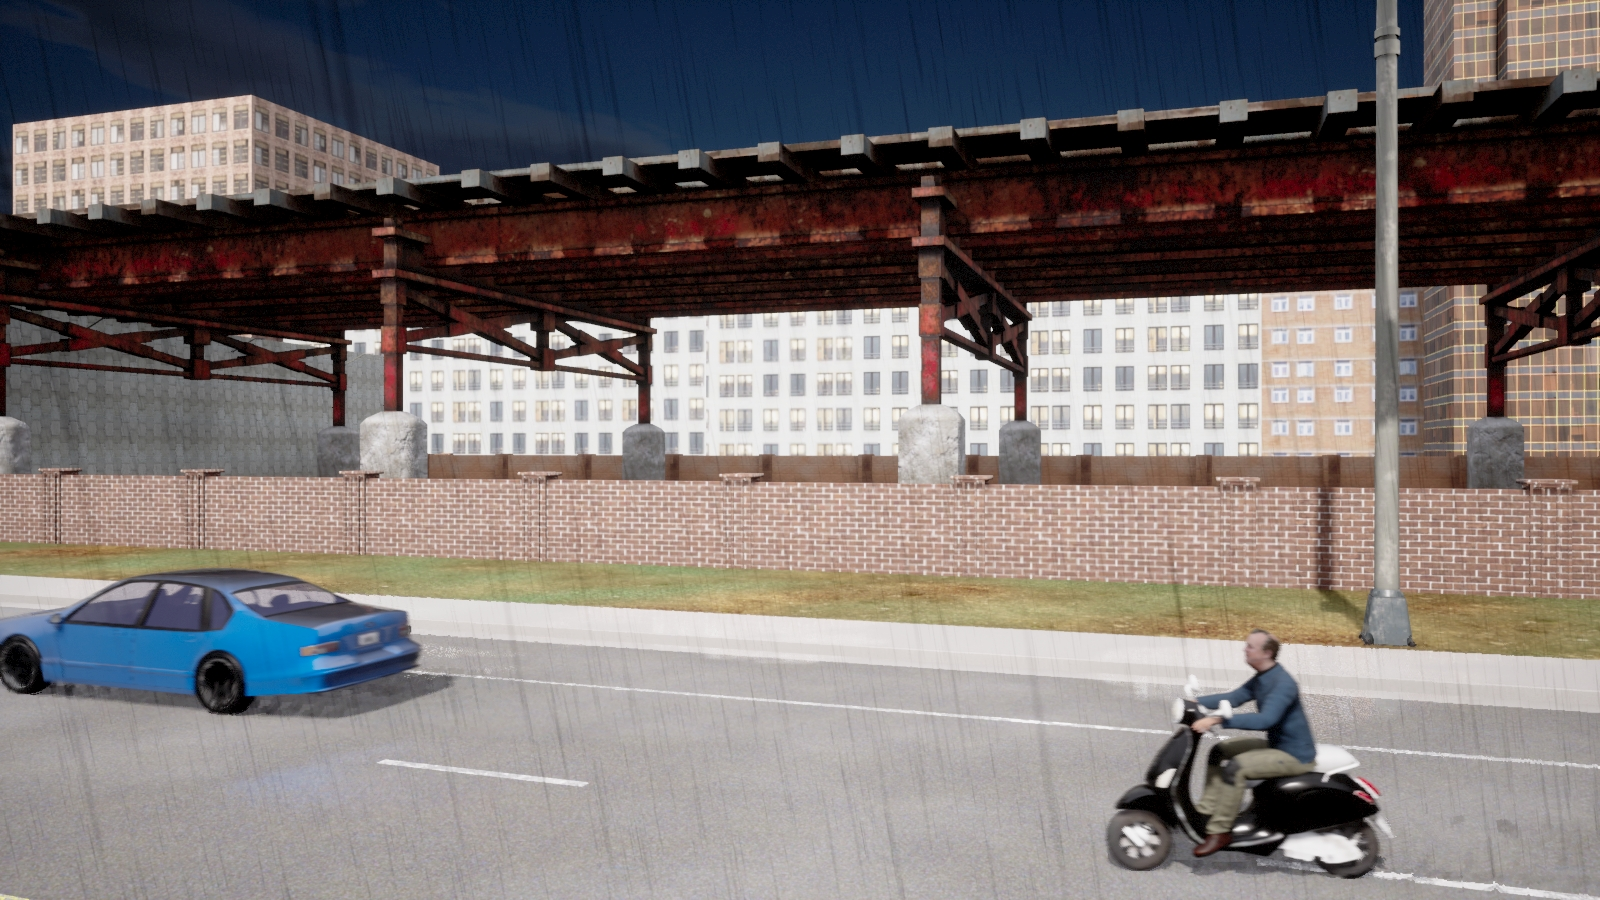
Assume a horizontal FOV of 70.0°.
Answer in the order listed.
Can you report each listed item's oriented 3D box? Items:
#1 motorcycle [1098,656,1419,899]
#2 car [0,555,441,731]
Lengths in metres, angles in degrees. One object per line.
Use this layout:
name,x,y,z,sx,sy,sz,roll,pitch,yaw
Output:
motorcycle,2.958,2.129,7.549,1.805,1.341,0.856,0,0,6
car,-7.059,2.106,13.310,5.357,1.411,2.033,0,0,20
